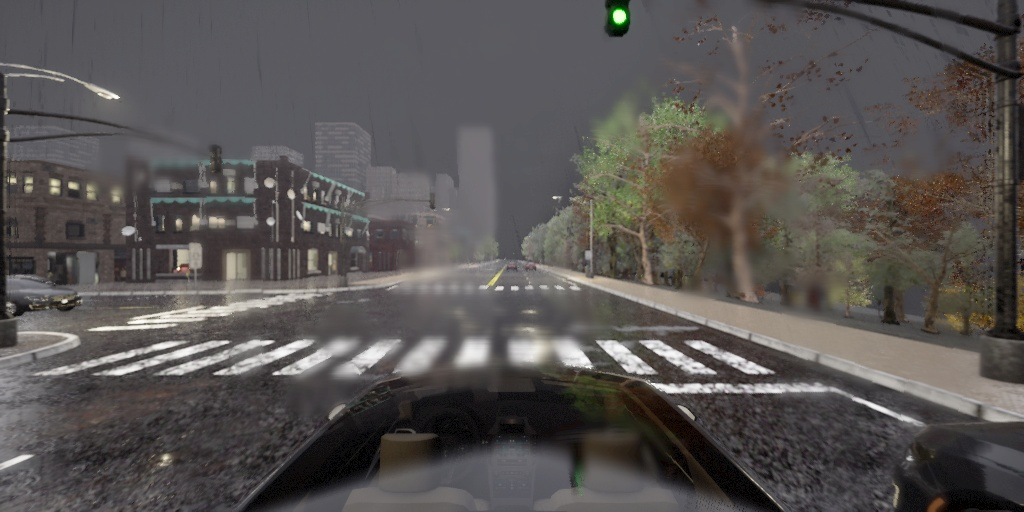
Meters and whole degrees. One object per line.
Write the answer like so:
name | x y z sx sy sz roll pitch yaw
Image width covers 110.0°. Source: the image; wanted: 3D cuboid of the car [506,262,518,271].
car | -0.001 1.770 62.235 1.837 1.490 4.892 0 0 0

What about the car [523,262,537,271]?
car | 3.251 1.793 62.546 1.812 1.442 4.674 0 0 0

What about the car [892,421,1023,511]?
car | 3.352 1.243 0.233 1.837 1.490 4.892 0 0 0

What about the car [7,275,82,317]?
car | -20.304 1.594 14.327 4.892 1.490 1.837 -1 0 0
